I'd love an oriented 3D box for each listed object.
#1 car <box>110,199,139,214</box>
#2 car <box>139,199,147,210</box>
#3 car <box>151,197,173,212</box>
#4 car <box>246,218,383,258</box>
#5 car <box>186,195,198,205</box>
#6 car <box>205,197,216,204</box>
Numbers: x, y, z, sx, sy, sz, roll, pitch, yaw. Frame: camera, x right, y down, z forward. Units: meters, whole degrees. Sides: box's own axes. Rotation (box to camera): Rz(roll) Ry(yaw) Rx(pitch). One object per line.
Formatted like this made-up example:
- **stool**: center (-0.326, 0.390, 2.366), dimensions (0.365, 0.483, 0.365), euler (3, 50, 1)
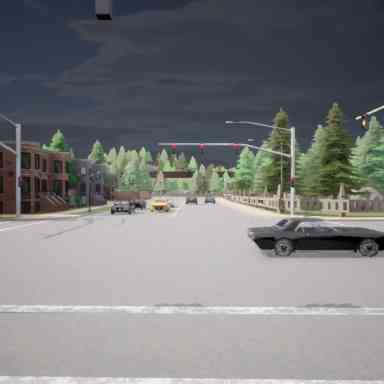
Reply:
- **car**: center (-7.135, 1.564, 34.778), dimensions (1.994, 1.385, 4.181), euler (0, 0, 0)
- **car**: center (-7.133, 1.601, 43.531), dimensions (1.895, 1.301, 4.718), euler (0, 0, 0)
- **car**: center (-3.635, 1.478, 38.754), dimensions (1.882, 1.535, 5.008), euler (0, 0, 0)
- **car**: center (4.482, 1.601, 12.173), dimensions (4.718, 1.301, 1.895), euler (0, 0, 1)
- **car**: center (-0.064, 1.352, 60.148), dimensions (2.097, 1.767, 4.553), euler (0, 0, 0)
- **car**: center (3.531, 1.564, 65.129), dimensions (1.994, 1.385, 4.181), euler (0, 0, 0)
